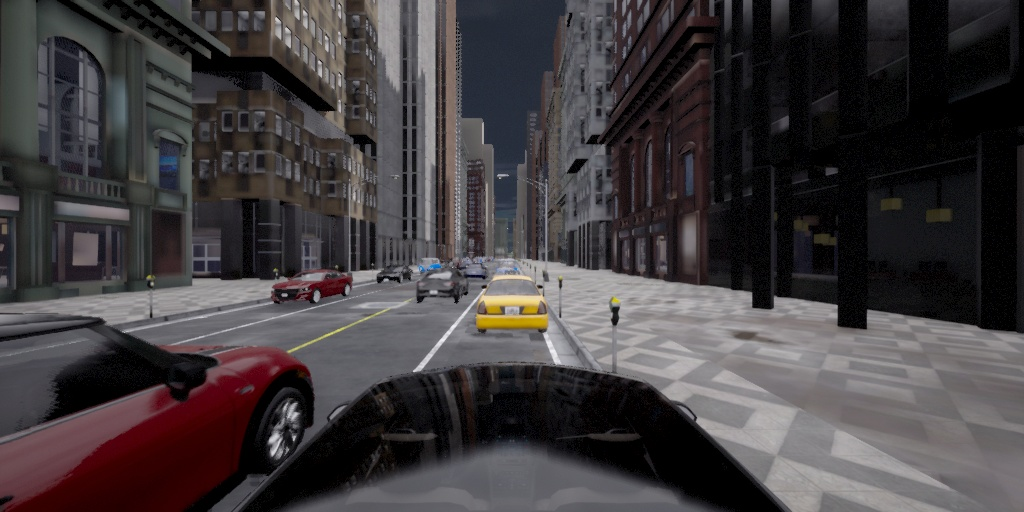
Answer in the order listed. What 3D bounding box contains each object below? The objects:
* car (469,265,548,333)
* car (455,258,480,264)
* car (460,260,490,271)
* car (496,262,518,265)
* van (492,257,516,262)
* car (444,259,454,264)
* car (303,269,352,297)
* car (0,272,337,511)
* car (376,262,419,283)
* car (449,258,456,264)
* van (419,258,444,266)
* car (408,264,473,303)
[{"bbox_3d":[0.005,1.208,10.690,1.801,1.575,5.366,0,0,0],"label":"car"},{"bbox_3d":[-6.146,1.316,50.069,2.033,1.411,5.357,0,0,0],"label":"car"},{"bbox_3d":[-3.138,1.324,31.611,1.994,1.385,4.181,0,0,0],"label":"car"},{"bbox_3d":[-0.383,1.280,22.119,1.751,1.417,4.829,0,0,0],"label":"car"},{"bbox_3d":[-0.383,1.098,27.584,1.690,1.789,3.998,0,0,0],"label":"van"},{"bbox_3d":[-8.908,1.332,44.482,1.948,1.339,4.313,0,0,0],"label":"car"},{"bbox_3d":[-8.908,1.297,16.299,1.888,1.381,4.507,0,0,0],"label":"car"},{"bbox_3d":[-3.145,1.101,1.951,2.097,1.767,4.553,0,0,0],"label":"car"},{"bbox_3d":[-8.908,1.323,27.572,1.948,1.339,4.313,0,0,0],"label":"car"},{"bbox_3d":[-8.908,1.335,50.119,1.948,1.339,4.313,0,0,0],"label":"car"},{"bbox_3d":[-8.908,1.104,38.846,1.690,1.789,3.998,0,0,0],"label":"van"},{"bbox_3d":[-3.142,1.278,16.707,1.812,1.442,4.674,0,0,0],"label":"car"}]
